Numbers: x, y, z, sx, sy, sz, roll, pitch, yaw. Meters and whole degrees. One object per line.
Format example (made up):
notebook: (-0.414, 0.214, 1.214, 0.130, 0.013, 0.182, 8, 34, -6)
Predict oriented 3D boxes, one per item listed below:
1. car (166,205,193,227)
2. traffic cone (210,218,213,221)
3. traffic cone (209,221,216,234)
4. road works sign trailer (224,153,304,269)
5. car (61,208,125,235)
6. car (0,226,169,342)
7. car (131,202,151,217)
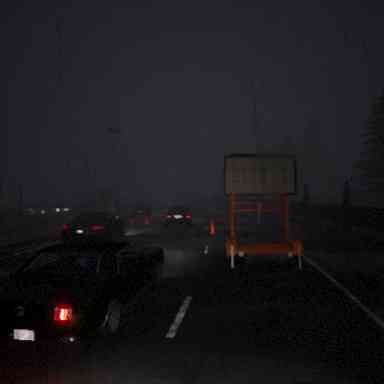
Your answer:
car: (-0.915, 1.651, 23.900, 2.033, 1.411, 5.357, 0, 0, -2)
traffic cone: (1.239, 2.039, 20.366, 0.340, 0.580, 0.340, 0, 0, 3)
traffic cone: (1.141, 2.031, 18.368, 0.340, 0.580, 0.340, 0, 0, 3)
road works sign trailer: (2.282, 0.507, 11.310, 2.380, 3.560, 2.880, 0, 0, 3)
car: (-4.581, 1.642, 15.980, 1.994, 1.385, 4.181, 0, 0, 4)
car: (-1.923, 1.634, 6.653, 1.895, 1.301, 4.718, 0, 0, 8)
car: (-5.060, 1.679, 33.248, 1.812, 1.442, 4.674, 0, 0, -6)
